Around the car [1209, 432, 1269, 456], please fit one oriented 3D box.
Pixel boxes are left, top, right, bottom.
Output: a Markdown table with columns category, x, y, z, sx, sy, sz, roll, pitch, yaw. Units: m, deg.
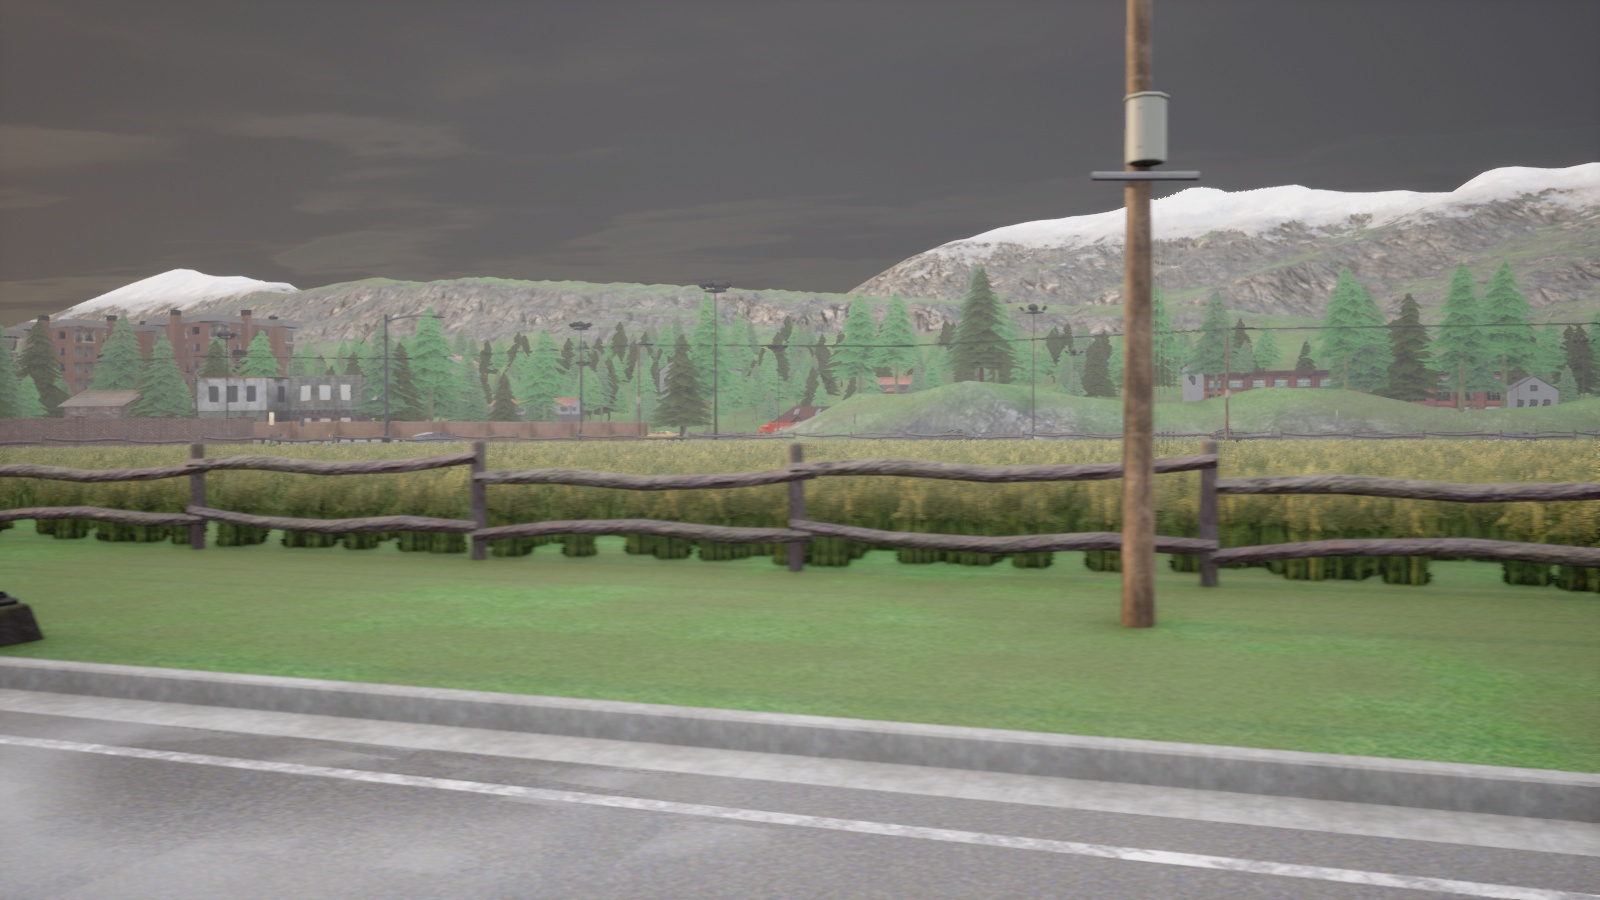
| category | x | y | z | sx | sy | sz | roll | pitch | yaw |
| --- | --- | --- | --- | --- | --- | --- | --- | --- | --- |
| car | 29.377 | -0.431 | 84.131 | 3.705 | 1.549 | 1.789 | 0 | 1 | 18 |

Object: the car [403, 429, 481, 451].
| category | x | y | z | sx | sy | sz | roll | pitch | yaw |
| --- | --- | --- | --- | --- | --- | --- | --- | --- | --- |
| car | -24.962 | -0.711 | 87.674 | 4.792 | 1.488 | 2.163 | 0 | 1 | -39 |

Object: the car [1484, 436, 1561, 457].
| category | x | y | z | sx | sy | sz | roll | pitch | yaw |
| --- | --- | --- | --- | --- | --- | --- | --- | --- | --- |
| car | 48.872 | -0.274 | 85.045 | 4.181 | 1.385 | 1.994 | 1 | 1 | 18 |
